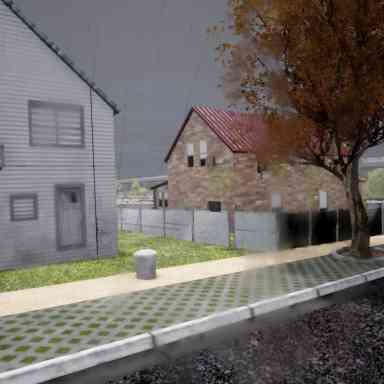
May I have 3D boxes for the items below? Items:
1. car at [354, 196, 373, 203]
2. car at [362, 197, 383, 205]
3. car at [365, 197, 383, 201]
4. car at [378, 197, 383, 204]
[{"bbox_3d":[38.570,1.679,74.954,1.895,1.301,4.718,-2,0,0],"label":"car"},{"bbox_3d":[35.232,1.745,64.807,1.812,1.442,4.674,-2,0,0],"label":"car"},{"bbox_3d":[28.509,1.682,49.837,2.097,1.767,4.553,-2,0,1],"label":"car"},{"bbox_3d":[38.481,1.629,64.911,1.812,1.442,4.674,-2,0,0],"label":"car"}]
